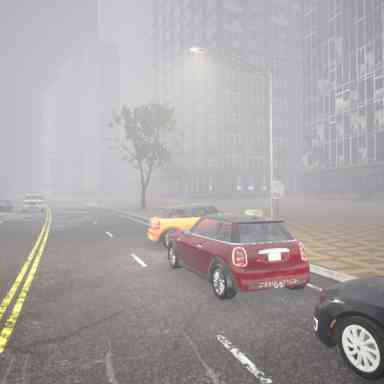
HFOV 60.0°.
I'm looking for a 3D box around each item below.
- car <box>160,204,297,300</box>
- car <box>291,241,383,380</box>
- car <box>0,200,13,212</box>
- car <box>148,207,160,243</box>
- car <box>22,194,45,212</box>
[{"bbox_3d":[0.905,1.355,8.810,2.097,1.767,4.553,0,0,-22],"label":"car"},{"bbox_3d":[3.629,1.505,3.334,1.837,1.490,4.892,0,0,-35],"label":"car"},{"bbox_3d":[-21.705,1.602,38.048,1.994,1.385,4.181,0,0,-24],"label":"car"},{"bbox_3d":[0.426,1.276,14.368,4.553,1.767,2.097,-3,1,-18],"label":"car"},{"bbox_3d":[-18.722,1.262,39.338,2.150,2.045,5.566,0,0,-24],"label":"car"}]
